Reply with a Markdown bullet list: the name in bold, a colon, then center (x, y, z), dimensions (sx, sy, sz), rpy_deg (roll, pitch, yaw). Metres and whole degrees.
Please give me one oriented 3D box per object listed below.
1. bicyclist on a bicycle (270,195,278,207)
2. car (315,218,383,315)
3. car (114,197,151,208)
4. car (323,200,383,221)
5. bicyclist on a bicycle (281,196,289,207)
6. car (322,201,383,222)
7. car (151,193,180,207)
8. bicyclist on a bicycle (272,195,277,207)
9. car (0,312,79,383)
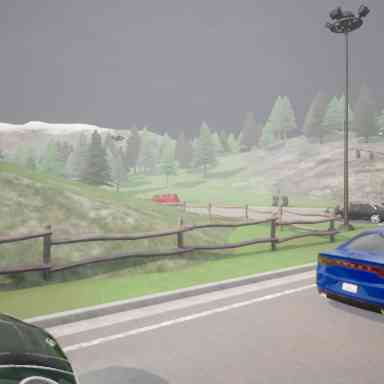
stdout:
- **bicyclist on a bicycle**: center (11.774, 1.311, 47.657), dimensions (0.582, 1.620, 1.656), rpy_deg (0, 0, 34)
- **car**: center (4.741, 1.480, 7.068), dimensions (5.008, 1.535, 1.882), rpy_deg (0, 0, -34)
- **car**: center (-9.000, 1.511, 48.773), dimensions (4.892, 1.490, 1.837), rpy_deg (0, -1, 15)
- **car**: center (13.846, 1.513, 27.947), dimensions (4.892, 1.490, 1.837), rpy_deg (1, 0, 40)
- **bicyclist on a bicycle**: center (13.241, 1.311, 46.645), dimensions (0.582, 1.620, 1.656), rpy_deg (0, 0, 35)
- **car**: center (12.255, 1.512, 24.727), dimensions (4.892, 1.490, 1.837), rpy_deg (1, 0, 40)
- **car**: center (-4.618, 1.225, 51.214), dimensions (5.566, 2.045, 2.150), rpy_deg (0, 0, 18)
- **bicyclist on a bicycle**: center (12.142, 1.311, 47.405), dimensions (0.582, 1.620, 1.656), rpy_deg (0, 0, 34)
- **car**: center (-2.912, 1.352, 1.726), dimensions (4.553, 1.767, 2.097), rpy_deg (0, 0, -35)
